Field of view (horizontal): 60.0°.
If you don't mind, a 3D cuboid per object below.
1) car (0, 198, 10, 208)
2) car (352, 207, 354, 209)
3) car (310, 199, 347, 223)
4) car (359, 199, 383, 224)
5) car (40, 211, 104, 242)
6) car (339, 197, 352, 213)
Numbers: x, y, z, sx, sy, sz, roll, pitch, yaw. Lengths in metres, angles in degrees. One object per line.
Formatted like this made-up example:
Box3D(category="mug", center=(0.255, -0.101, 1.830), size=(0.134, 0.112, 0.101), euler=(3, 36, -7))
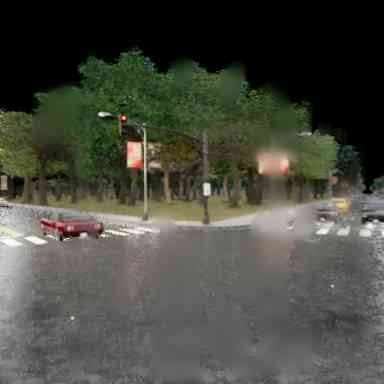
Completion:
Box3D(category="car", center=(-27.683, 1.614, 48.008), size=(1.812, 1.442, 4.674), euler=(0, 0, -39))
Box3D(category="car", center=(19.829, 1.449, 43.381), size=(1.812, 1.442, 4.674), euler=(-1, 0, 28))
Box3D(category="car", center=(10.386, 1.515, 25.572), size=(2.033, 1.411, 5.357), euler=(-1, 0, 28))
Box3D(category="car", center=(13.213, 1.486, 23.977), size=(2.033, 1.411, 5.357), euler=(-1, 0, 28))
Box3D(category="car", center=(-6.113, 1.604, 16.492), size=(1.895, 1.301, 4.718), euler=(0, 0, -37))
Box3D(category="car", center=(15.035, 1.423, 34.303), size=(1.882, 1.535, 5.008), euler=(-1, 0, 28))
